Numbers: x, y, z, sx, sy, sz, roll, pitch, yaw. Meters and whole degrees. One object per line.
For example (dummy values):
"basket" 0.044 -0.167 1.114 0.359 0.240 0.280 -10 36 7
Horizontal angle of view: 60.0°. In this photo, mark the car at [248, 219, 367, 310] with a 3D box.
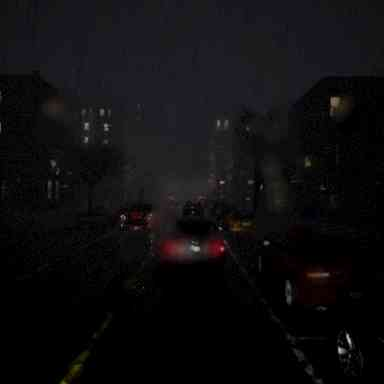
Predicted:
"car" 2.704 1.572 7.717 1.887 1.381 4.507 0 0 0

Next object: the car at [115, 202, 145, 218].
"car" -5.808 1.664 31.800 2.008 1.369 4.403 1 0 0

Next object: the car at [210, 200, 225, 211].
"car" 2.796 1.647 27.174 2.008 1.369 4.403 0 0 0

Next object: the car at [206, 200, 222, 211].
"car" 2.824 1.740 43.720 1.802 1.307 4.206 0 0 0

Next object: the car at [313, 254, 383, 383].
"car" 2.697 1.575 2.490 1.947 1.339 4.313 0 0 0

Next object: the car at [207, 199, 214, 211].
"car" 2.824 1.690 34.719 1.947 1.339 4.313 0 0 0

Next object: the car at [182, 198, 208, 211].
"car" 0.095 1.603 31.444 2.128 1.511 4.902 0 0 0

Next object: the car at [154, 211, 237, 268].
"car" 0.094 1.587 11.424 2.033 1.411 5.357 0 0 0

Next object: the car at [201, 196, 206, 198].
"car" 2.823 1.738 52.722 1.887 1.381 4.507 0 0 0

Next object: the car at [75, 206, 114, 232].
"car" -5.754 1.597 20.565 1.752 1.417 4.829 1 0 0

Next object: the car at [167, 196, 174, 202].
"car" -5.781 1.900 91.414 1.887 1.381 4.507 0 0 0

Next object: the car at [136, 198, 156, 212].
"car" -5.815 1.594 42.620 1.967 1.590 4.097 0 0 0

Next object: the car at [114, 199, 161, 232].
"car" -3.103 1.424 20.620 2.097 1.767 4.553 0 0 0

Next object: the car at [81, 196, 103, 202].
"car" -20.001 1.408 66.058 4.507 1.381 1.887 1 -2 -1

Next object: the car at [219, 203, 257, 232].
"car" 2.757 1.591 18.953 1.752 1.417 4.829 0 0 0
